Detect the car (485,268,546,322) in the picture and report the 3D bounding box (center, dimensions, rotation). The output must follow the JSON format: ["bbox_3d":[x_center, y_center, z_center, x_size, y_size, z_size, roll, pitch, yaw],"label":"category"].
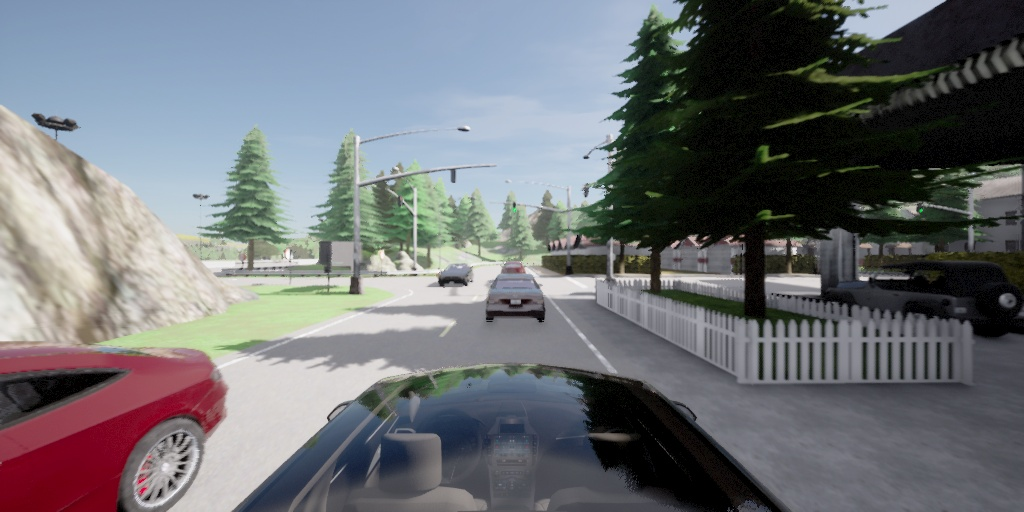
[{"bbox_3d":[0.100,1.294,12.301,2.033,1.411,5.357,0,0,0],"label":"car"}]

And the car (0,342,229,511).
[{"bbox_3d":[-3.582,1.276,1.521,1.812,1.442,4.674,0,0,0],"label":"car"}]

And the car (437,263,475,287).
[{"bbox_3d":[-3.602,1.201,24.038,2.033,1.411,5.357,0,1,0],"label":"car"}]

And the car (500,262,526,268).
[{"bbox_3d":[0.096,1.157,27.603,1.812,1.442,4.674,0,0,0],"label":"car"}]
